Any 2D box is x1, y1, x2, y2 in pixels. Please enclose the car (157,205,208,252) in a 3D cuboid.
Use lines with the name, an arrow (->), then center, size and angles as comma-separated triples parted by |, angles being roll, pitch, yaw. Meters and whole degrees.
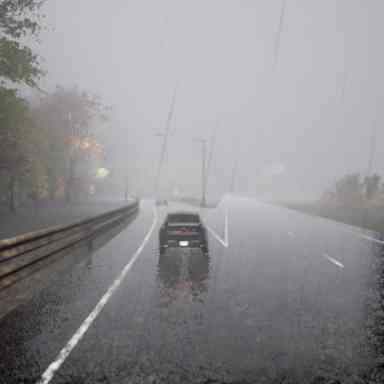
car -> -0.387, 1.529, 13.921 | 1.837, 1.490, 4.892 | 0, 0, -3

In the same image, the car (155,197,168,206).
car -> -5.190, 1.571, 56.221 | 2.128, 1.511, 4.902 | 0, 0, -10
